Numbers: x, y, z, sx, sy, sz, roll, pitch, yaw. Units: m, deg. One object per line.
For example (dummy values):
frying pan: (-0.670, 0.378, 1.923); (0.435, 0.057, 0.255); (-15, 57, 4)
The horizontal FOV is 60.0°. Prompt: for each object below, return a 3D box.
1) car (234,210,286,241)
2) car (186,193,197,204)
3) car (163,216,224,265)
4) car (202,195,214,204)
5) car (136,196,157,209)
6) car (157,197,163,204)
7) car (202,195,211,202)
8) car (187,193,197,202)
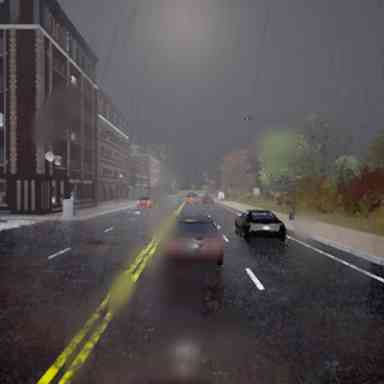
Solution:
car: (3.330, 1.579, 16.861); (1.994, 1.385, 4.181); (0, 0, 0)
car: (-0.024, 1.419, 65.465); (2.097, 1.767, 4.553); (0, 0, 0)
car: (0.061, 1.558, 11.663); (2.033, 1.411, 5.357); (0, 0, 0)
car: (3.226, 1.631, 65.496); (1.994, 1.385, 4.181); (0, 0, 0)
car: (-6.604, 1.395, 46.966); (2.097, 1.767, 4.553); (0, 0, 0)
car: (-6.551, 1.665, 63.021); (1.895, 1.301, 4.718); (0, 0, 1)
car: (3.222, 1.437, 75.500); (1.812, 1.442, 4.674); (0, 0, 0)
car: (-0.028, 1.137, 75.530); (2.150, 2.045, 5.566); (0, 0, 0)
